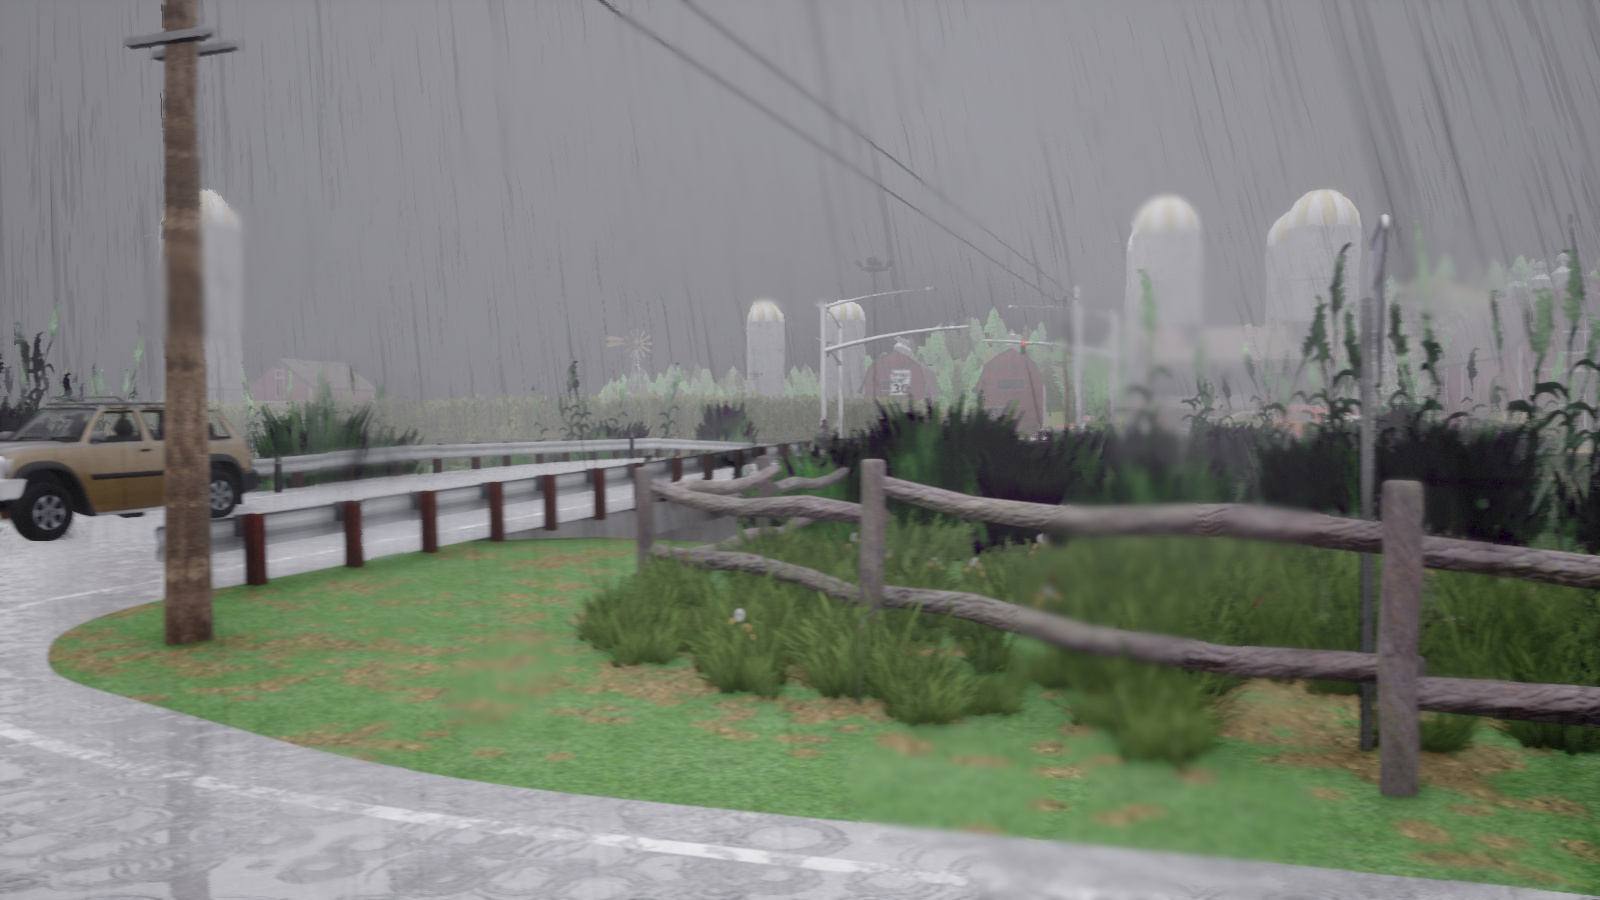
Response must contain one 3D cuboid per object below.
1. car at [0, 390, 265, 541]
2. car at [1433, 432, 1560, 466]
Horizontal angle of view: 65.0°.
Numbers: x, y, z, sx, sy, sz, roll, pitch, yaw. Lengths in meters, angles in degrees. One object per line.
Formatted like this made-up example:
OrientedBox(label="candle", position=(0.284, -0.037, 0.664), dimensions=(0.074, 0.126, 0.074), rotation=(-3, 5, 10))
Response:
OrientedBox(label="car", position=(-10.040, 0.114, 17.730), dimensions=(1.932, 1.855, 4.605), rotation=(1, 2, 20))
OrientedBox(label="car", position=(33.116, -0.070, 59.845), dimensions=(5.008, 1.535, 1.882), rotation=(0, 1, 15))
